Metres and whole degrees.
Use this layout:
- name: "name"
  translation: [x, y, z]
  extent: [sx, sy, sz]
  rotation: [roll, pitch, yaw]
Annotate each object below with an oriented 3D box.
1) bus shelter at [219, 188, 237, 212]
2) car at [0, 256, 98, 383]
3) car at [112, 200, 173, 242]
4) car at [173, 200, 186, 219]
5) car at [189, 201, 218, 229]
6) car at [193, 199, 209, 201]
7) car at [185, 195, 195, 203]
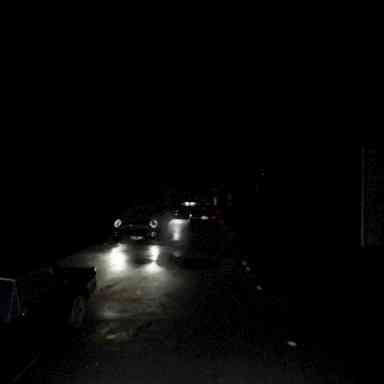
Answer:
- name: "bus shelter"
  translation: [4.447, 0.947, 41.352]
  extent: [1.920, 2.740, 3.880]
  rotation: [1, 1, 2]
- name: "car"
  translation: [-2.756, 1.594, 4.035]
  extent: [1.895, 1.301, 4.718]
  rotation: [0, 0, 1]
- name: "car"
  translation: [-2.362, 1.365, 16.309]
  extent: [2.097, 1.767, 4.553]
  rotation: [0, 0, 2]
- name: "car"
  translation: [-1.892, 1.535, 29.765]
  extent: [1.837, 1.490, 4.892]
  rotation: [0, 0, 2]
- name: "car"
  translation: [0.774, 1.582, 22.109]
  extent: [2.033, 1.411, 5.357]
  rotation: [0, 0, 2]
- name: "car"
  translation: [1.550, 1.659, 46.136]
  extent: [1.895, 1.301, 4.718]
  rotation: [0, 0, 2]
- name: "car"
  translation: [-0.423, 1.522, 73.166]
  extent: [2.128, 1.511, 4.902]
  rotation: [0, 0, 2]
